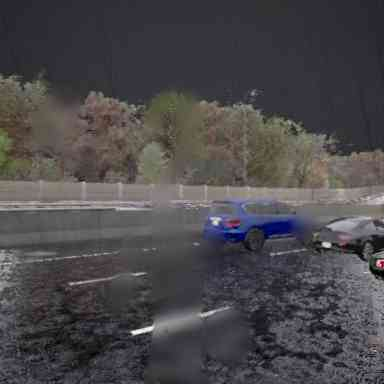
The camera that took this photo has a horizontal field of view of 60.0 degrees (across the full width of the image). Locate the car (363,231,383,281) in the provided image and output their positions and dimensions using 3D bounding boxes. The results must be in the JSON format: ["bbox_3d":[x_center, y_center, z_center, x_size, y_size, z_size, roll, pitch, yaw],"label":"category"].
[{"bbox_3d":[6.539,1.697,8.406,4.718,1.301,1.895,1,0,-35],"label":"car"}]

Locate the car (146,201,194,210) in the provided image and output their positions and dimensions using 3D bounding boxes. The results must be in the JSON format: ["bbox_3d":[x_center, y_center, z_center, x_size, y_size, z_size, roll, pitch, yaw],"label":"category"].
[{"bbox_3d":[-1.428,1.715,28.753,4.181,1.385,1.994,1,0,-35],"label":"car"}]

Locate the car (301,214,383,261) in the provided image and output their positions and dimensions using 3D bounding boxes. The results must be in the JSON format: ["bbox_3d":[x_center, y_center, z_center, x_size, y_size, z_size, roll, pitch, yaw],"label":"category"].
[{"bbox_3d":[6.457,1.646,12.649,4.674,1.442,1.812,1,0,-35],"label":"car"}]

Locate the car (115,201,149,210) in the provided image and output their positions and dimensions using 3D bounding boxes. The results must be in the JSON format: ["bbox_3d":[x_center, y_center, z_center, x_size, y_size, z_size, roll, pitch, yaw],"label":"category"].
[{"bbox_3d":[-4.701,1.736,30.726,4.718,1.301,1.895,1,0,-35],"label":"car"}]

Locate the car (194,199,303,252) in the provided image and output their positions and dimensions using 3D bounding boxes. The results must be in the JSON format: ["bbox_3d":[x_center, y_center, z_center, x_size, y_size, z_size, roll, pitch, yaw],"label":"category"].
[{"bbox_3d":[3.101,1.326,14.554,5.566,2.045,2.150,1,0,-35],"label":"car"}]

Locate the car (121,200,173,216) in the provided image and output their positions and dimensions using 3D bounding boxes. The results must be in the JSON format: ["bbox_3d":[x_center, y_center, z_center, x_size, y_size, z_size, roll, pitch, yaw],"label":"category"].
[{"bbox_3d":[-4.708,1.653,35.014,4.902,1.511,2.128,1,-1,-35],"label":"car"}]

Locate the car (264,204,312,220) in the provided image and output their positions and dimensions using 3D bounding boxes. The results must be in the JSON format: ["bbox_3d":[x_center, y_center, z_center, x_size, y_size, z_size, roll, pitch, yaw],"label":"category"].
[{"bbox_3d":[9.265,1.863,32.077,4.718,1.301,1.895,1,0,-35],"label":"car"}]
